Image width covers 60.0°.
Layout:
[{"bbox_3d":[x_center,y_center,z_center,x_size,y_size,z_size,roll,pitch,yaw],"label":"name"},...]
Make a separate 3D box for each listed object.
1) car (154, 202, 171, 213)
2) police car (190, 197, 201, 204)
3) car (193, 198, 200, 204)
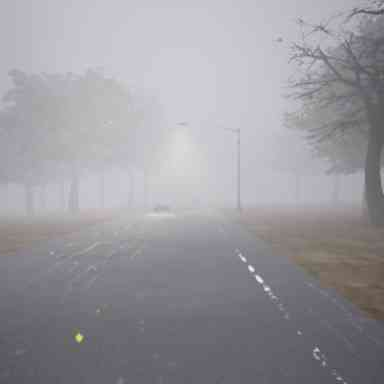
[{"bbox_3d":[-3.583,1.828,40.893,1.895,1.301,4.718,0,-1,0],"label":"car"},{"bbox_3d":[1.064,2.012,76.858,1.930,1.638,5.238,0,-1,0],"label":"police car"},{"bbox_3d":[1.066,2.201,86.749,1.837,1.490,4.892,0,-1,0],"label":"car"}]
